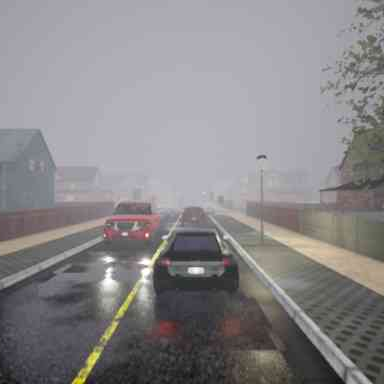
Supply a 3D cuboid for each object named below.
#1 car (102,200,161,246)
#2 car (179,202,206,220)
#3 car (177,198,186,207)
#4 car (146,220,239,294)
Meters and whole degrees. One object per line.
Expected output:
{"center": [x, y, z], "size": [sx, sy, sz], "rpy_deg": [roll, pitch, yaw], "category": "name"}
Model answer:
{"center": [-2.815, 1.443, 16.765], "size": [2.150, 2.045, 5.566], "rpy_deg": [0, -1, 0], "category": "car"}
{"center": [0.146, 1.843, 26.864], "size": [1.882, 1.535, 5.008], "rpy_deg": [0, -1, 0], "category": "car"}
{"center": [-2.579, 2.545, 82.714], "size": [2.150, 2.045, 5.566], "rpy_deg": [0, -1, 0], "category": "car"}
{"center": [0.101, 1.677, 9.111], "size": [1.994, 1.385, 4.181], "rpy_deg": [0, -1, 0], "category": "car"}
